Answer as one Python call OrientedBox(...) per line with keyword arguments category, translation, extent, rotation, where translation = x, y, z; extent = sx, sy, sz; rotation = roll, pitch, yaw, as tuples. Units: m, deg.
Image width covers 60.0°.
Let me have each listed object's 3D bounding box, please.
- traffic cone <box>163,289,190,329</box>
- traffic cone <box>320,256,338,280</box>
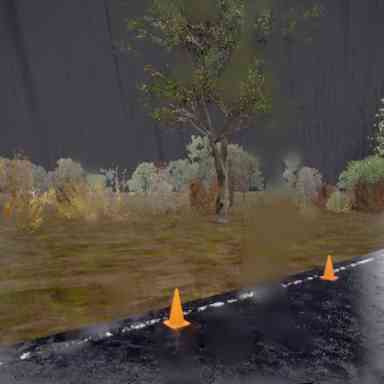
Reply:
OrientedBox(category="traffic cone", translation=(-0.262, 1.956, 5.675), extent=(0.340, 0.580, 0.340), rotation=(0, 0, -37))
OrientedBox(category="traffic cone", translation=(3.587, 1.958, 8.695), extent=(0.340, 0.580, 0.340), rotation=(0, 0, -39))
